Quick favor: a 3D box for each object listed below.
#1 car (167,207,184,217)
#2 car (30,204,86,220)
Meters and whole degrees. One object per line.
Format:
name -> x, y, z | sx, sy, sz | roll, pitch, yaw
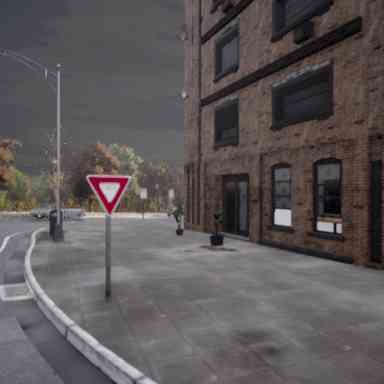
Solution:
car -> -1.775, 2.861, 47.698 | 1.812, 1.442, 4.674 | 0, -3, 29
car -> -11.275, 1.707, 28.472 | 1.895, 1.301, 4.718 | 0, -3, 21
